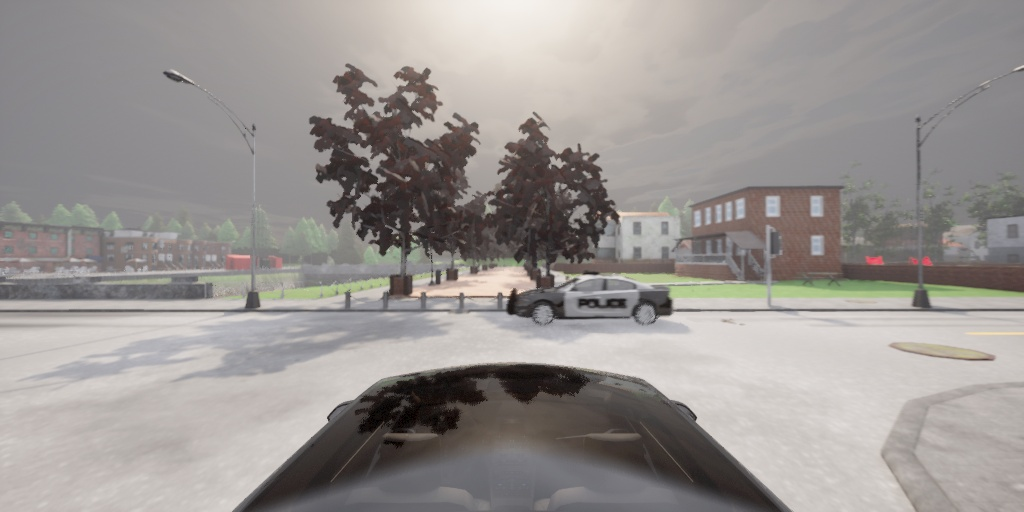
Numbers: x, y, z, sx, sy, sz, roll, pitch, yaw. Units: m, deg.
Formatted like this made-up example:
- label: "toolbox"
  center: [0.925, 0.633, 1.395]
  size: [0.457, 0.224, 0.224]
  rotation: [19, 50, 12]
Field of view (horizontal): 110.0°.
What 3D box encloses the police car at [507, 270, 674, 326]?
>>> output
- label: "police car"
  center: [2.455, 1.285, 11.642]
  size: [5.238, 1.638, 1.930]
  rotation: [0, -1, 1]
